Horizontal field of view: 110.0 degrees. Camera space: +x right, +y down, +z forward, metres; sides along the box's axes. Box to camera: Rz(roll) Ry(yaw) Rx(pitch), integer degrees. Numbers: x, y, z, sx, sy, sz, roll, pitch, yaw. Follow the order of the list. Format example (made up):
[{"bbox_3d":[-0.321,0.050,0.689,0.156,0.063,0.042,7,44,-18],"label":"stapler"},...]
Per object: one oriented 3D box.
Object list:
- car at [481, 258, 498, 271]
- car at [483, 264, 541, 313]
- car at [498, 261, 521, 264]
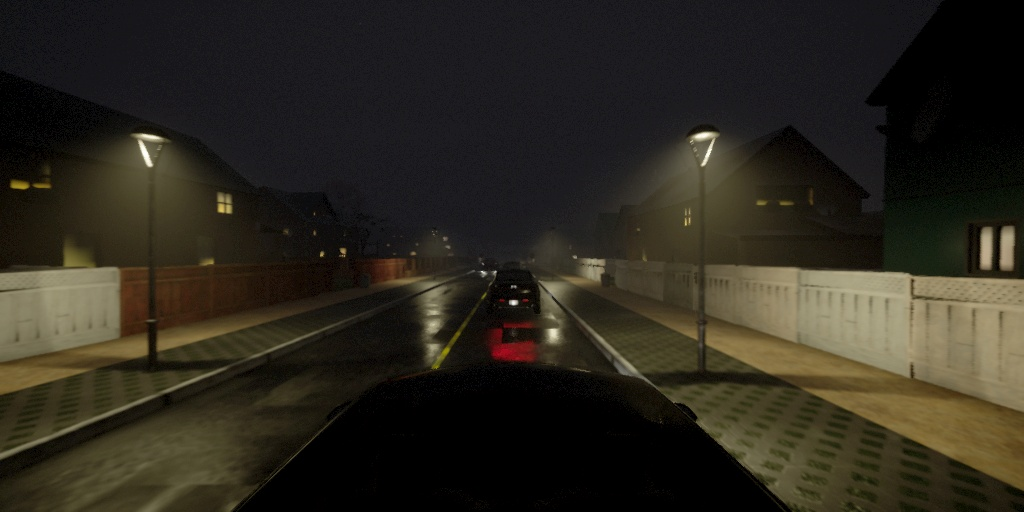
[{"bbox_3d":[-2.817,0.992,46.690,2.097,1.767,4.553,0,0,0],"label":"car"},{"bbox_3d":[0.069,1.224,13.825,1.837,1.490,4.892,0,0,0],"label":"car"},{"bbox_3d":[0.071,1.186,29.099,1.837,1.490,4.892,0,0,0],"label":"car"}]
